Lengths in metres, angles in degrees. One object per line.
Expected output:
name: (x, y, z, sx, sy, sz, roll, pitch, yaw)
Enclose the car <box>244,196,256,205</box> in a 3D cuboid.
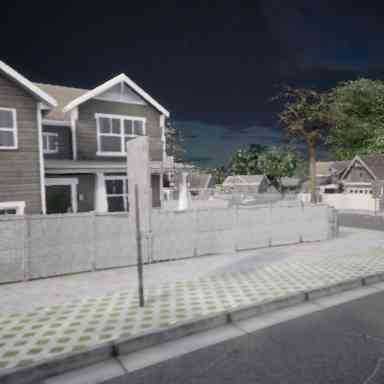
car: (10.266, 1.521, 59.185, 1.812, 1.442, 4.674, -2, 0, 11)
